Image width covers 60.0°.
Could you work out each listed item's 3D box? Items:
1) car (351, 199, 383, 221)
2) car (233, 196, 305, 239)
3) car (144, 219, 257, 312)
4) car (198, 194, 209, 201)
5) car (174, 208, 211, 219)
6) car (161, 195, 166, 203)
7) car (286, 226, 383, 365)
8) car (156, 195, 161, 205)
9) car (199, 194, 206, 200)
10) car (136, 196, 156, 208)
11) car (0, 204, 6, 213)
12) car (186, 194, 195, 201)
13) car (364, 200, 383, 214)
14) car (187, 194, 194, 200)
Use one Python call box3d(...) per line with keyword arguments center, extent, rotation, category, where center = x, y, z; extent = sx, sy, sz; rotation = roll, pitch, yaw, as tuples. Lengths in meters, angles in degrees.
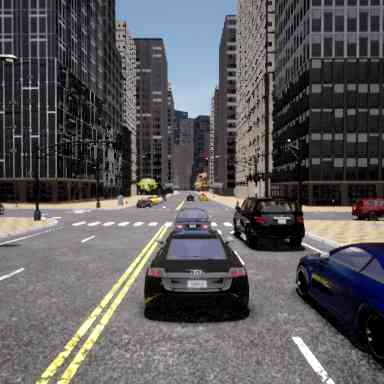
box3d(center=(16.071, 1.516, 27.913), extent=(5.009, 1.841, 2.192), rotation=(1, 0, 1), category="car")
box3d(center=(3.304, 1.211, 15.223), extent=(2.150, 2.045, 5.566), rotation=(0, 0, -2), category="car")
box3d(center=(0.066, 1.559, 7.772), extent=(1.994, 1.385, 4.181), rotation=(0, 0, -1), category="car")
box3d(center=(2.882, 1.387, 78.641), extent=(1.882, 1.535, 5.008), rotation=(0, 0, 0), category="car")
box3d(center=(0.020, 1.536, 16.994), extent=(2.033, 1.411, 5.357), rotation=(0, 0, 0), category="car")
box3d(center=(-6.842, 1.461, 66.544), extent=(1.812, 1.442, 4.674), rotation=(0, 0, 0), category="car")
box3d(center=(3.333, 1.561, 5.803), extent=(1.994, 1.385, 4.181), rotation=(0, 0, -1), category="car")
box3d(center=(-6.850, 1.426, 57.096), extent=(1.882, 1.535, 5.008), rotation=(0, 0, 0), category="car")
box3d(center=(2.832, 1.232, 89.058), extent=(1.837, 1.490, 4.892), rotation=(0, 0, 0), category="car")
box3d(center=(-6.816, 1.524, 48.167), extent=(1.994, 1.385, 4.181), rotation=(0, 0, 0), category="car")
box3d(center=(-19.948, 1.342, 30.926), extent=(4.892, 1.490, 1.837), rotation=(1, 1, 1), category="car")
box3d(center=(-0.365, 1.419, 77.735), extent=(1.837, 1.490, 4.892), rotation=(0, 0, 0), category="car")
box3d(center=(21.640, 1.639, 36.226), extent=(4.829, 1.417, 1.752), rotation=(1, 0, 1), category="car")
box3d(center=(-0.420, 1.377, 89.461), extent=(1.882, 1.535, 5.008), rotation=(0, 0, 0), category="car")
